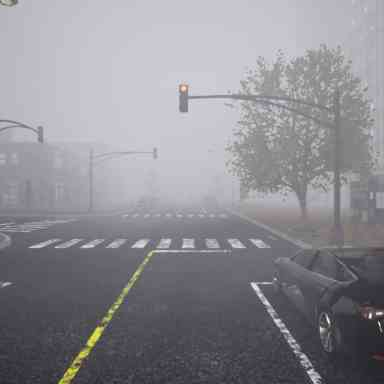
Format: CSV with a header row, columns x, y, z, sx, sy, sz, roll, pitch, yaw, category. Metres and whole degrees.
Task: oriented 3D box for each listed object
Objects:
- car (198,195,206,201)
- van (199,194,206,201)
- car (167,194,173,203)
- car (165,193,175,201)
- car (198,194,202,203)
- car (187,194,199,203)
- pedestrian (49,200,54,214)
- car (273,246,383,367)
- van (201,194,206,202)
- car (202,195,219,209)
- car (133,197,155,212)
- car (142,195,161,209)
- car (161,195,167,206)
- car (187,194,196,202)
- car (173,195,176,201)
x,y,z,sx,sy,sz,roll,pitch,yaw,category
2.614,1.535,88.385,1.752,1.417,4.829,0,0,0,car
2.621,1.349,82.664,1.690,1.788,3.998,0,0,0,van
-5.751,1.532,71.382,1.752,1.417,4.829,0,0,0,car
-5.766,1.324,88.205,2.192,1.841,5.009,0,0,0,car
2.639,1.556,60.460,2.008,1.369,4.403,0,0,0,car
0.030,1.570,69.546,1.994,1.385,4.181,0,0,1,car
-12.776,1.319,30.243,0.375,1.300,0.375,0,-1,-1,pedestrian
2.689,1.566,5.778,1.947,1.339,4.313,0,0,0,car
2.650,1.345,49.359,1.690,1.788,3.998,0,0,0,van
2.654,1.529,43.977,1.752,1.417,4.829,0,0,0,car
-5.721,1.585,38.246,1.802,1.307,4.206,0,0,0,car
-5.725,1.318,43.797,2.192,1.841,5.009,0,0,0,car
-5.736,1.555,54.899,2.008,1.369,4.403,0,0,0,car
-0.070,1.363,79.465,2.097,1.767,4.553,0,0,0,car
-5.761,1.559,82.654,2.008,1.369,4.403,0,0,0,car
